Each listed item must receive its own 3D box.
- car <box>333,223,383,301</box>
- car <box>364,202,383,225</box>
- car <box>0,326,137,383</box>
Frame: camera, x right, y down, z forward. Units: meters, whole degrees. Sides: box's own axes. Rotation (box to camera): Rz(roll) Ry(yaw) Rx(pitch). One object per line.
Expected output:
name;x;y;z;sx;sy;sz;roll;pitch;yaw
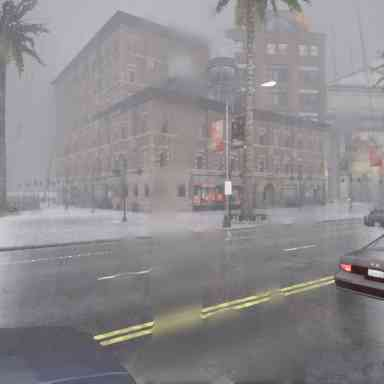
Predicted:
car;5.434;1.547;7.572;5.357;1.411;2.033;0;0;-35
car;13.245;1.418;21.787;4.553;1.767;2.097;0;0;-35
car;-2.867;1.547;1.640;5.357;1.411;2.033;0;0;-37
